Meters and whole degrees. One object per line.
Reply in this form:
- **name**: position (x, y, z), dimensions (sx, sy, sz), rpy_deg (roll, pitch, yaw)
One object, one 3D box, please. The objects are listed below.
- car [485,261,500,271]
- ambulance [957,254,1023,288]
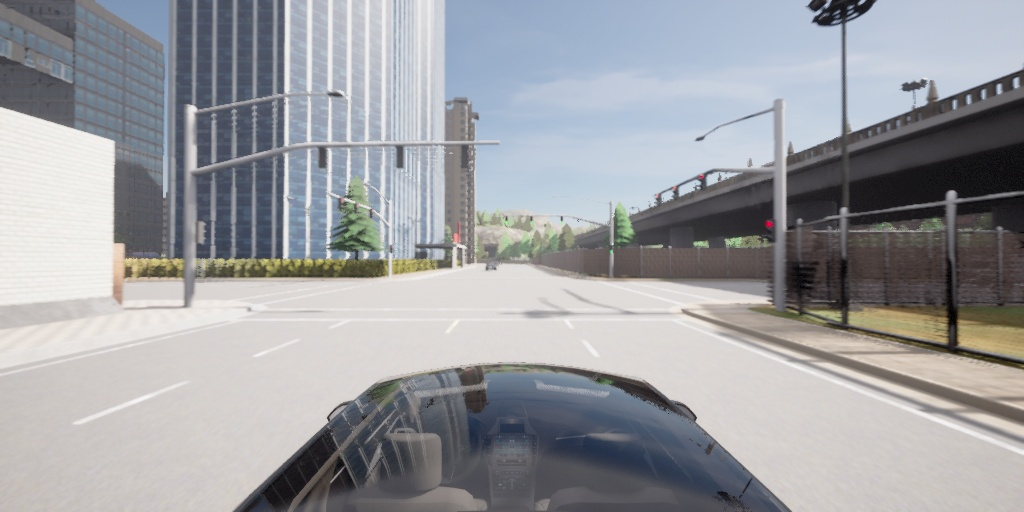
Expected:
- **car**: position (-3.576, 1.806, 61.764), dimensions (2.128, 1.511, 4.902), rpy_deg (0, -1, 1)
- **ambulance**: position (36.262, 1.079, 26.547), dimensions (6.366, 2.431, 2.351), rpy_deg (0, -1, 0)
